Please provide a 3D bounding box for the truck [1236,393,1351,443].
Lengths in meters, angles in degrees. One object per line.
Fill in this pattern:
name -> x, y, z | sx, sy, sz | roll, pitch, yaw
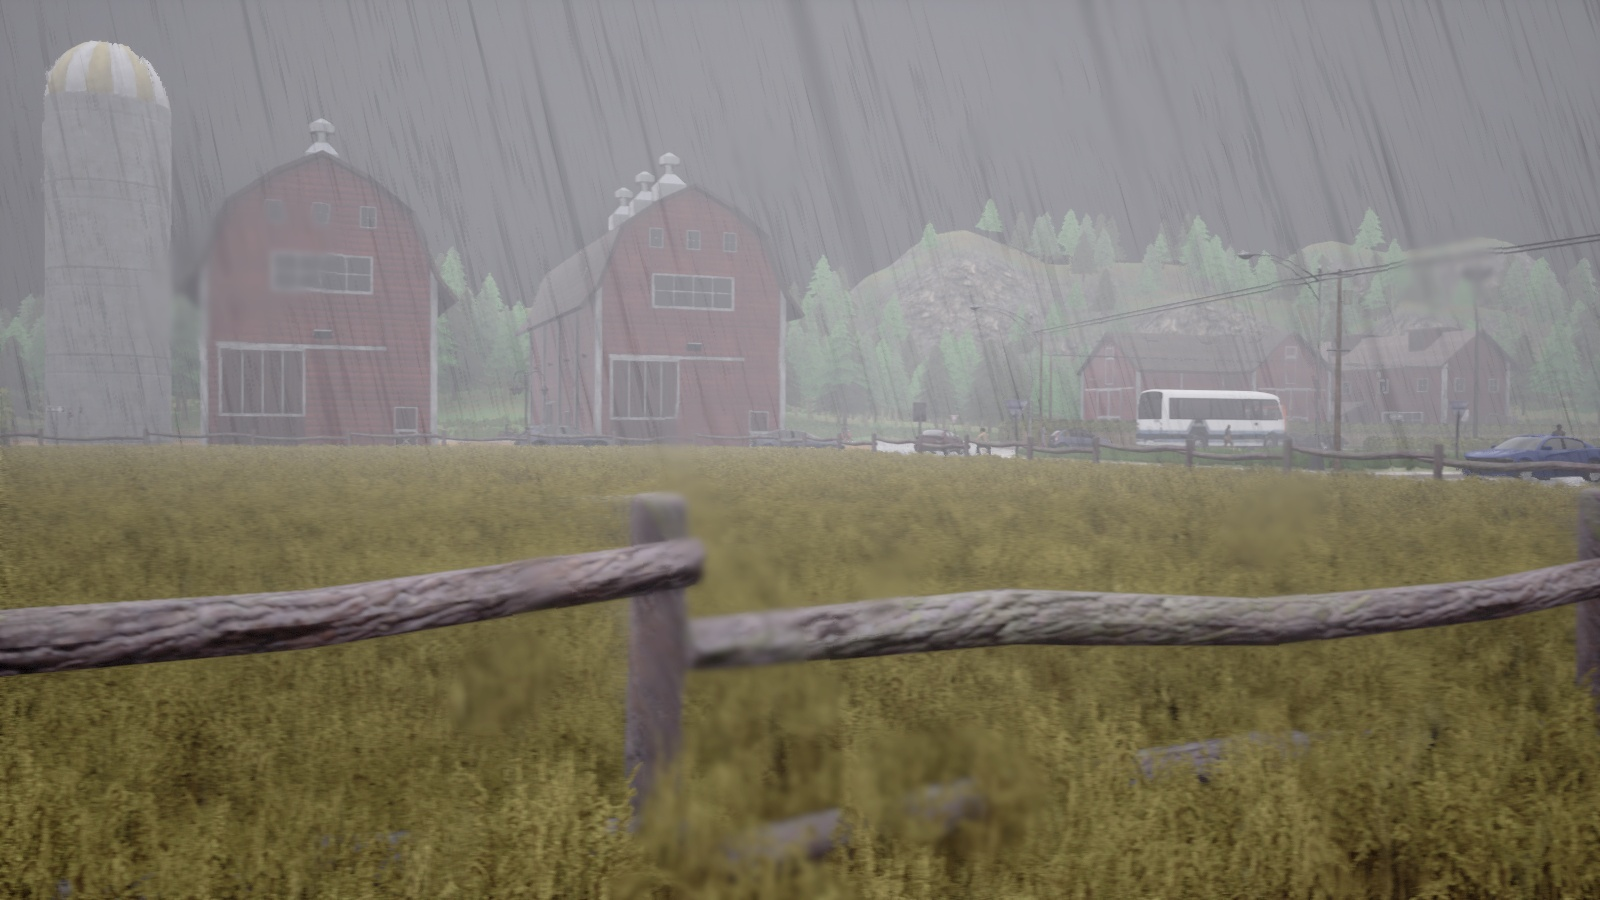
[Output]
truck -> 35.930, -2.323, 91.434 | 7.936, 3.462, 2.891 | -1, 1, -21

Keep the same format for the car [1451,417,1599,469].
car -> 23.206, -0.255, 39.628 | 5.008, 1.535, 1.882 | -1, 1, -22

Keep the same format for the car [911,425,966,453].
car -> 8.114, -0.674, 73.037 | 1.882, 1.535, 5.008 | -1, 1, 22

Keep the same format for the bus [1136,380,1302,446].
bus -> 28.245, -2.484, 84.685 | 10.273, 4.253, 3.944 | -1, 1, -18

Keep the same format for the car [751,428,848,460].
car -> -0.018, -0.313, 63.177 | 4.792, 1.488, 2.163 | -1, 1, 0

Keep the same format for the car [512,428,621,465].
car -> -11.395, -0.175, 61.204 | 4.856, 1.649, 2.033 | -2, 1, -24

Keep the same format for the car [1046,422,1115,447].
car -> 18.160, -1.010, 81.372 | 3.988, 1.617, 1.851 | -1, 1, -5
